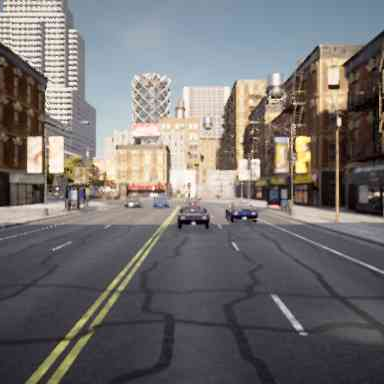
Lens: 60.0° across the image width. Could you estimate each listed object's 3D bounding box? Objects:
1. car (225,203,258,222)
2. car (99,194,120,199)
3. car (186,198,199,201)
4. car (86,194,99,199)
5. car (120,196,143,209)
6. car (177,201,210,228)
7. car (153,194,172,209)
[{"bbox_3d":[3.584,1.488,24.895,1.895,1.301,4.718,0,0,0],"label":"car"},{"bbox_3d":[-20.509,1.218,84.700,4.718,1.301,1.895,0,0,30],"label":"car"},{"bbox_3d":[0.065,1.371,39.085,2.033,1.411,5.357,0,0,0],"label":"car"},{"bbox_3d":[-25.814,1.134,86.867,4.674,1.452,2.002,0,0,20],"label":"car"},{"bbox_3d":[-7.255,1.306,41.722,2.128,1.511,4.902,0,0,-2],"label":"car"},{"bbox_3d":[0.086,1.505,21.311,1.895,1.301,4.718,0,0,0],"label":"car"},{"bbox_3d":[-3.767,1.291,41.493,1.882,1.535,5.008,0,0,-2],"label":"car"}]
